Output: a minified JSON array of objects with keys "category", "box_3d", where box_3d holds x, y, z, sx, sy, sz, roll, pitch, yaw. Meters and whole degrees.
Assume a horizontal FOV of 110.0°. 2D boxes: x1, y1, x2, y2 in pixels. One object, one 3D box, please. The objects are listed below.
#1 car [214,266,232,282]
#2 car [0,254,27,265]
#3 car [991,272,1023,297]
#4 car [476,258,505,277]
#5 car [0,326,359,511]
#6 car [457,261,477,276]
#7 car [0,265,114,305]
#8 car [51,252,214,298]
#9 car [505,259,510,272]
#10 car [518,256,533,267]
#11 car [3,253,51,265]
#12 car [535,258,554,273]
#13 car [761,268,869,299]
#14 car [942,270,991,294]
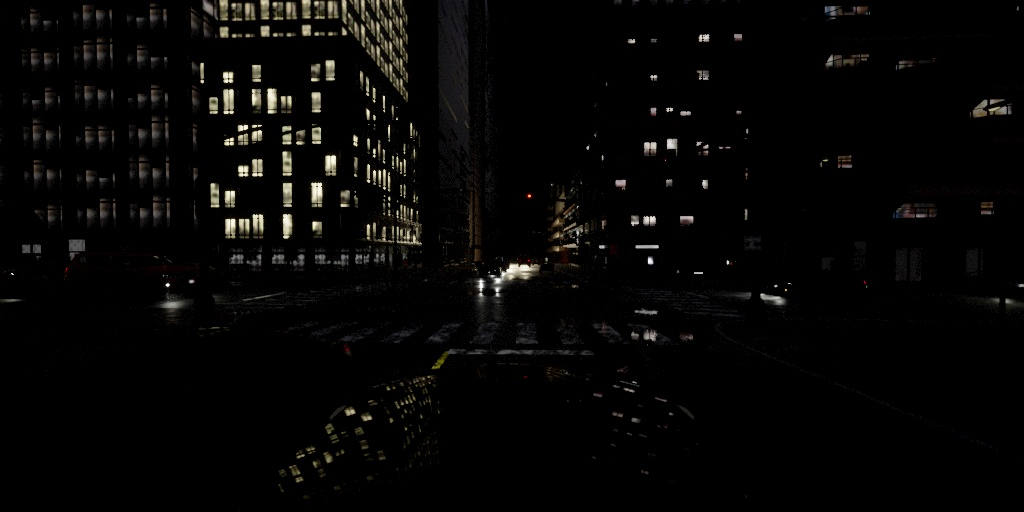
[{"category":"car","box_3d":[-20.961,1.029,23.269,4.829,1.417,1.751,0,0,3]},{"category":"car","box_3d":[-27.860,0.893,17.829,4.553,1.767,2.097,0,1,3]},{"category":"car","box_3d":[28.889,1.190,18.282,5.566,2.045,2.150,1,1,2]},{"category":"car","box_3d":[-1.984,1.245,34.753,1.837,1.490,4.892,0,0,2]},{"category":"car","box_3d":[-2.990,1.314,2.822,1.994,1.385,4.181,0,0,3]},{"category":"car","box_3d":[-4.505,1.265,36.856,1.751,1.417,4.829,0,0,2]},{"category":"car","box_3d":[-19.869,1.204,14.892,4.403,1.370,2.007,0,0,3]},{"category":"car","box_3d":[-18.152,0.846,17.355,5.566,2.045,2.150,1,1,3]},{"category":"car","box_3d":[-1.636,1.302,44.650,1.994,1.385,4.181,0,0,2]},{"category":"car","box_3d":[2.207,0.955,63.500,2.150,2.045,5.566,0,0,2]},{"category":"car","box_3d":[-32.893,0.713,23.886,5.009,1.841,2.192,0,0,3]},{"category":"car","box_3d":[4.071,1.289,42.388,2.007,1.370,4.403,0,0,2]},{"category":"car","box_3d":[15.982,1.424,18.905,4.181,1.385,1.994,0,1,3]},{"category":"car","box_3d":[28.028,1.461,20.921,4.507,1.381,1.888,0,0,3]}]
